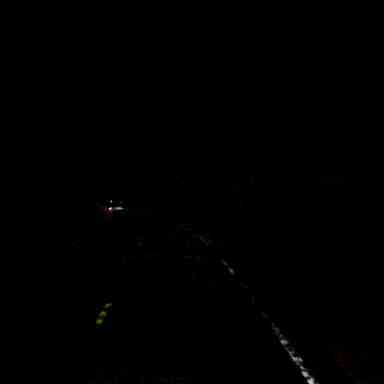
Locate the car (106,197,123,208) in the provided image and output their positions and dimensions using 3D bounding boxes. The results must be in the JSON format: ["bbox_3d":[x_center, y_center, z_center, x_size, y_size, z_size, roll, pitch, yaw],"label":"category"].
[{"bbox_3d":[-12.807,1.610,54.698,2.097,1.767,4.553,0,0,-22],"label":"car"}]
